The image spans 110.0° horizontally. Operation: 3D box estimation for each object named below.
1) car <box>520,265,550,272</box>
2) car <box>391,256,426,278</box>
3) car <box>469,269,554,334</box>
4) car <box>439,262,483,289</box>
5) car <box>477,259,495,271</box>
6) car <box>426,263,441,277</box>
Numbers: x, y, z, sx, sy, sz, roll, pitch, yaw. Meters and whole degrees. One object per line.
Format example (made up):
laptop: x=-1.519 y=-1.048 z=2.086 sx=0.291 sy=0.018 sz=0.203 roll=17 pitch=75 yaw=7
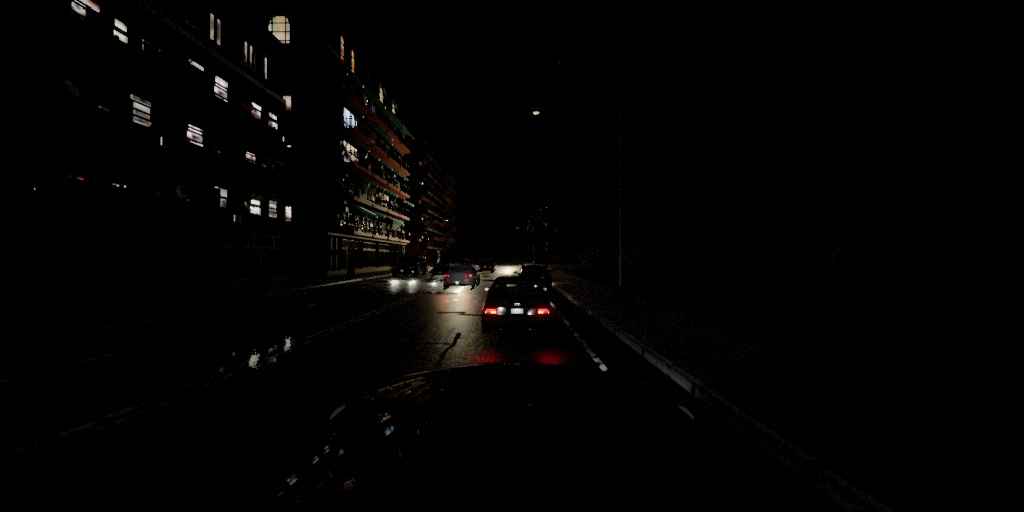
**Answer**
car: x=1.173 y=1.257 z=20.325 sx=1.837 sy=1.490 sz=4.892 roll=0 pitch=0 yaw=0
car: x=-9.787 y=0.973 z=34.634 sx=2.150 sy=2.045 sz=5.566 roll=0 pitch=0 yaw=0
car: x=0.118 y=1.299 z=10.637 sx=2.033 sy=1.411 sz=5.357 roll=0 pitch=0 yaw=0
car: x=-3.110 y=1.278 z=22.672 sx=1.812 sy=1.442 sz=4.674 roll=0 pitch=0 yaw=0
car: x=-3.076 y=1.298 z=43.692 sx=2.033 sy=1.411 sz=5.357 roll=0 pitch=0 yaw=0
car: x=-6.537 y=1.315 z=34.461 sx=1.994 sy=1.385 sz=4.181 roll=0 pitch=0 yaw=0
